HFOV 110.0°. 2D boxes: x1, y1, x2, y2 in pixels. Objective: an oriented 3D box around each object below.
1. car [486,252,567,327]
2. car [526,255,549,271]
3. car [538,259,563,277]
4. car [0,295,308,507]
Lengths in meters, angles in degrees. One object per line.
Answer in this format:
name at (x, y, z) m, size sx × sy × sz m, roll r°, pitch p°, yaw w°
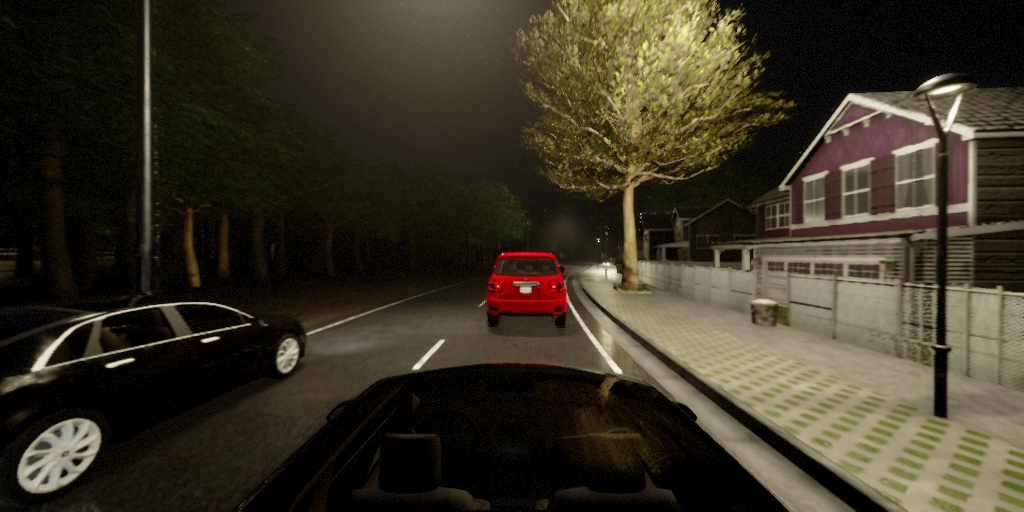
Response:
car at (0.521, 0.911, 11.522) m, size 2.150 × 2.045 × 5.566 m, roll 0°, pitch 0°, yaw 4°
car at (3.475, 0.836, 47.783) m, size 2.150 × 2.045 × 5.566 m, roll 0°, pitch 0°, yaw 15°
car at (3.671, 1.087, 33.283) m, size 1.837 × 1.490 × 4.892 m, roll 0°, pitch 0°, yaw 12°
car at (-4.539, 1.226, 4.343) m, size 1.837 × 1.490 × 4.892 m, roll 0°, pitch 0°, yaw 1°
